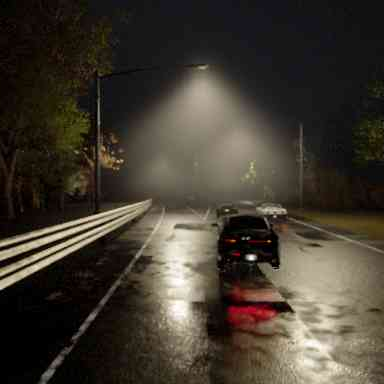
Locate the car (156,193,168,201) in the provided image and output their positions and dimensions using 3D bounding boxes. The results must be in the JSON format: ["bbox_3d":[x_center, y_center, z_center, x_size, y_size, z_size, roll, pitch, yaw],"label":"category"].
[{"bbox_3d":[-7.373,1.354,85.528,2.150,2.045,5.566,0,0,-10],"label":"car"}]

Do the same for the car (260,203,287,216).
[{"bbox_3d":[6.442,1.574,27.430,1.895,1.301,4.718,0,0,4],"label":"car"}]

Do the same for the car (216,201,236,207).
[{"bbox_3d":[3.182,1.547,30.943,1.994,1.385,4.181,0,0,4],"label":"car"}]

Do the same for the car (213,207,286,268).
[{"bbox_3d":[1.740,1.486,11.268,1.837,1.490,4.892,0,0,4],"label":"car"}]
